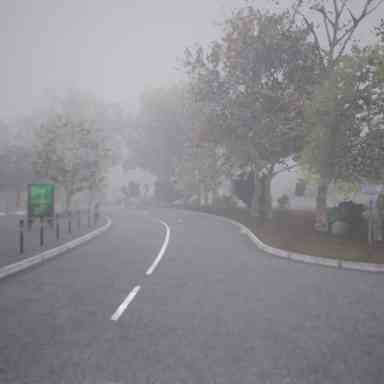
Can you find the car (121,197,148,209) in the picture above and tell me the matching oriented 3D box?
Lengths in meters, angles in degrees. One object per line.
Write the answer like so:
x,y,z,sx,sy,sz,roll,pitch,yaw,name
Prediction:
-7.806,1.491,44.918,1.837,1.490,4.892,1,0,-42,car
